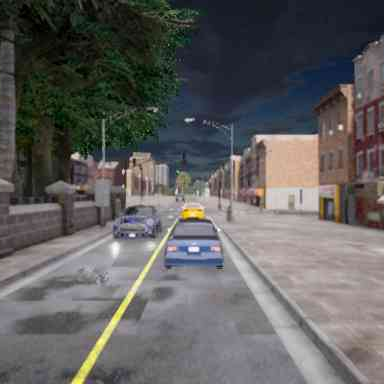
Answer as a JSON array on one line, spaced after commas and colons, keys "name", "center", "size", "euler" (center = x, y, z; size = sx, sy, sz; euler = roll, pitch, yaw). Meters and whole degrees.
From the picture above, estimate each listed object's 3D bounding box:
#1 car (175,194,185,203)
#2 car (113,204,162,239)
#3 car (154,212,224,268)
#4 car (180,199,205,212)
[{"name": "car", "center": [-2.731, 1.393, 77.280], "size": [2.150, 2.045, 5.566], "euler": [0, 0, 0]}, {"name": "car", "center": [-2.829, 1.486, 18.089], "size": [2.097, 1.767, 4.553], "euler": [0, 0, 0]}, {"name": "car", "center": [0.070, 1.635, 11.627], "size": [2.033, 1.411, 5.357], "euler": [0, 0, 0]}, {"name": "car", "center": [0.083, 1.692, 29.138], "size": [1.882, 1.535, 5.008], "euler": [0, 0, 0]}]
